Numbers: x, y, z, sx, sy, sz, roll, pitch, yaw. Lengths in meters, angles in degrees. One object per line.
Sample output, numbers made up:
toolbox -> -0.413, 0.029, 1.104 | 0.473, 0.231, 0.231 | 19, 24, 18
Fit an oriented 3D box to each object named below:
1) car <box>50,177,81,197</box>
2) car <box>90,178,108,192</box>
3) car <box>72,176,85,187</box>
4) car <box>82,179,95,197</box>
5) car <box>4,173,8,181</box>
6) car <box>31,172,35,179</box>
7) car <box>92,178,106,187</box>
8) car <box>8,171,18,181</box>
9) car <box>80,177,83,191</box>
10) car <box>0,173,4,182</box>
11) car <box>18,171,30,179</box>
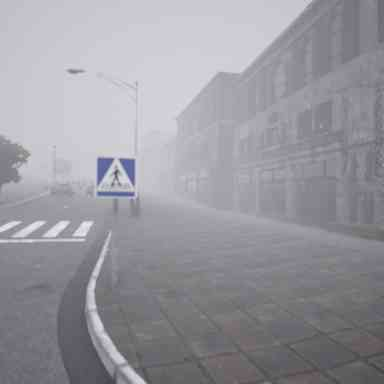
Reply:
car -> -12.192, -0.351, 31.723 | 2.128, 1.511, 4.902 | 1, 4, -13
car -> -11.871, -0.973, 42.499 | 2.128, 1.511, 4.902 | 1, 3, -16
car -> -17.659, -1.643, 51.714 | 1.812, 1.442, 4.674 | 1, 3, -18
car -> -9.343, -0.341, 32.717 | 1.882, 1.535, 5.008 | 1, 4, -13
car -> -32.667, -2.235, 52.962 | 4.892, 1.521, 2.231 | -1, 5, -38
car -> -43.395, -4.109, 83.827 | 5.366, 1.575, 1.946 | -1, 3, -40
car -> -14.676, -1.499, 52.220 | 1.895, 1.301, 4.718 | 1, 3, -18
car -> -35.563, -2.798, 61.330 | 5.008, 1.535, 2.097 | -1, 4, -39
car -> -14.778, -1.034, 41.759 | 1.882, 1.535, 5.008 | 1, 3, -16
car -> -31.754, -2.045, 50.158 | 4.892, 1.521, 2.231 | -1, 5, -37
car -> -41.529, -3.811, 78.106 | 5.008, 1.535, 2.097 | -1, 4, -40
